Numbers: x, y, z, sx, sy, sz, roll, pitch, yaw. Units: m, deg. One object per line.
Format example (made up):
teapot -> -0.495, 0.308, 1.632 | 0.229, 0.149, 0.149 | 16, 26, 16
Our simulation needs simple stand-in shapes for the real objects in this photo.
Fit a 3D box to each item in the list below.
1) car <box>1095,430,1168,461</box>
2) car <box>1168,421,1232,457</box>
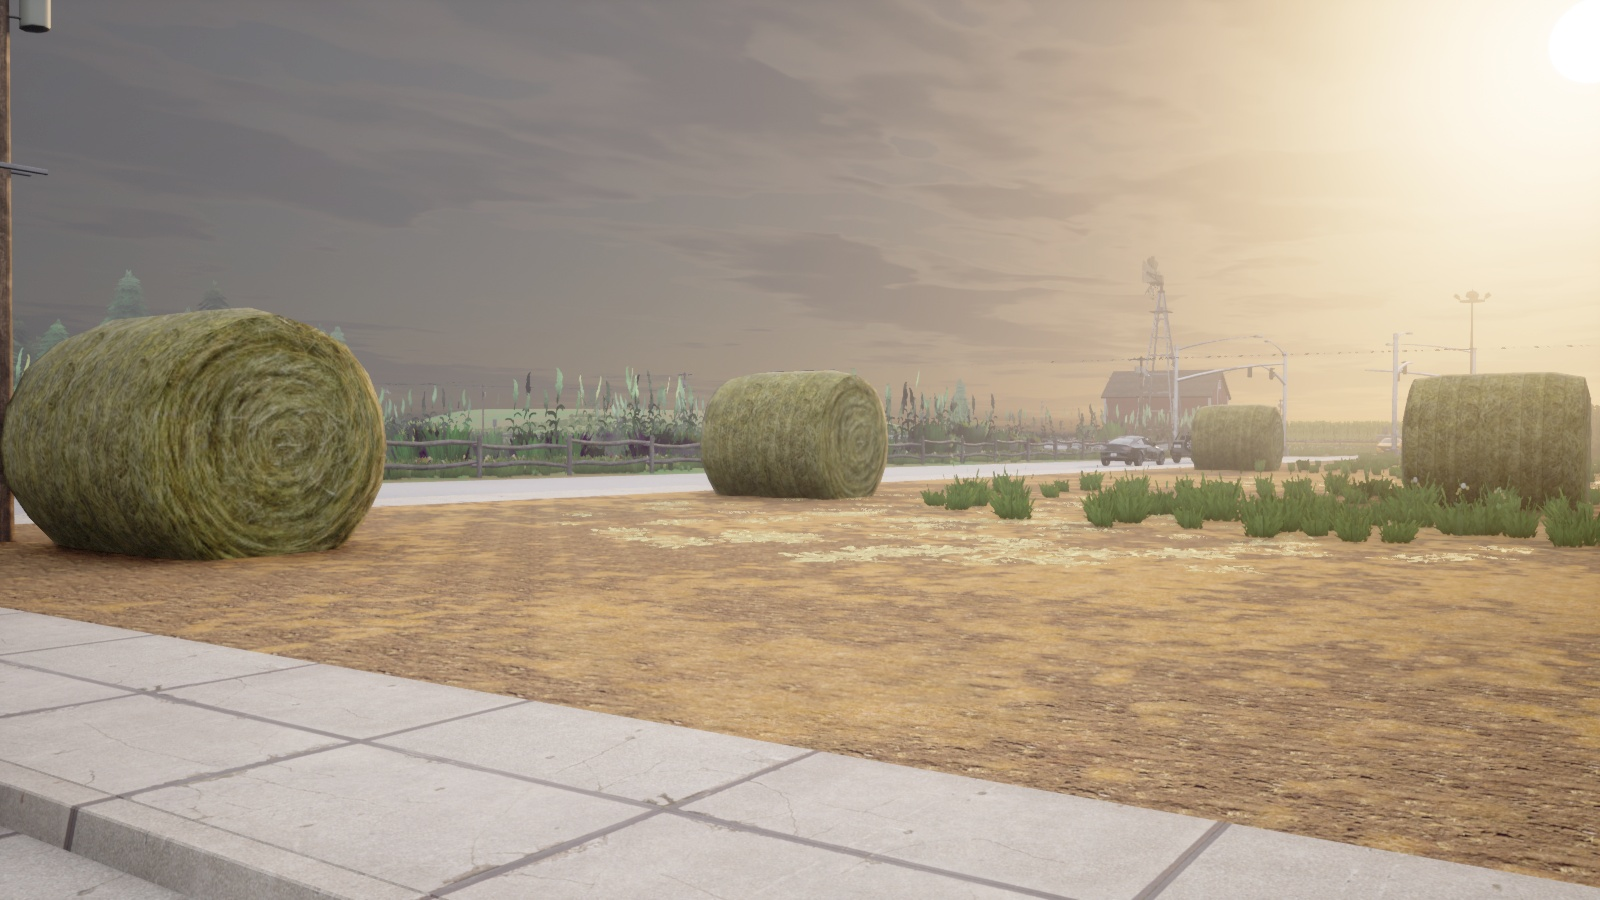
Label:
car -> 15.937, -0.244, 60.201 | 1.812, 1.442, 4.674 | 0, 1, 36
car -> 21.696, -0.612, 68.016 | 1.932, 1.855, 4.605 | 0, 1, 36
